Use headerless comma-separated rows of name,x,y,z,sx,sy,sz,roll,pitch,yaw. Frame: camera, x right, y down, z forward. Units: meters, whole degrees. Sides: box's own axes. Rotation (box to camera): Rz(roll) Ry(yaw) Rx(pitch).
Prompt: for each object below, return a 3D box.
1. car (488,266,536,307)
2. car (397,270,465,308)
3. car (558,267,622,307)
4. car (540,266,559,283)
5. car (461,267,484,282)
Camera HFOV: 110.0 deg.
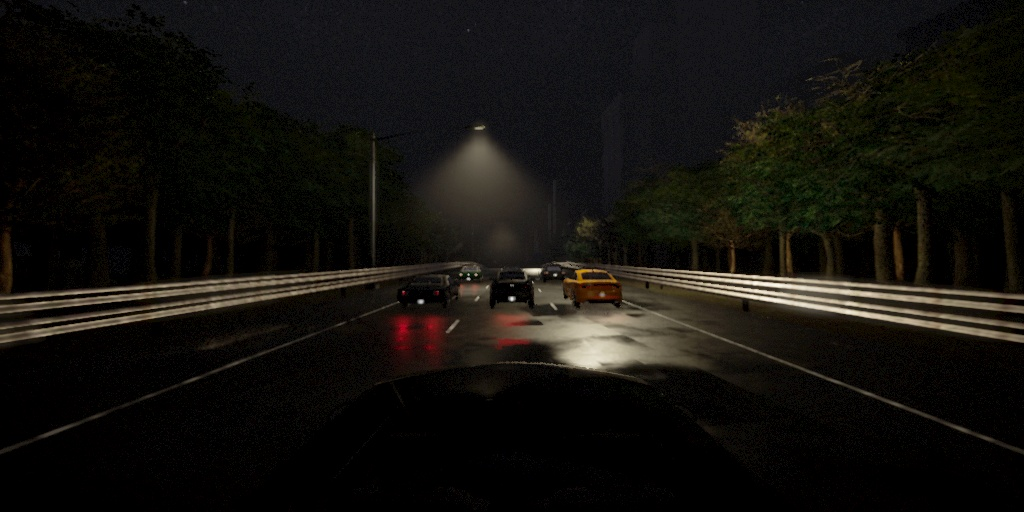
car,0.004,1.388,16.172,1.837,1.490,4.892,0,0,0
car,-3.497,1.479,15.999,1.895,1.301,4.718,0,0,0
car,3.507,1.359,16.346,1.882,1.535,5.008,0,0,0
car,3.512,1.529,31.207,1.994,1.385,4.181,0,0,0
car,-3.495,1.564,31.008,1.895,1.301,4.718,0,0,0
